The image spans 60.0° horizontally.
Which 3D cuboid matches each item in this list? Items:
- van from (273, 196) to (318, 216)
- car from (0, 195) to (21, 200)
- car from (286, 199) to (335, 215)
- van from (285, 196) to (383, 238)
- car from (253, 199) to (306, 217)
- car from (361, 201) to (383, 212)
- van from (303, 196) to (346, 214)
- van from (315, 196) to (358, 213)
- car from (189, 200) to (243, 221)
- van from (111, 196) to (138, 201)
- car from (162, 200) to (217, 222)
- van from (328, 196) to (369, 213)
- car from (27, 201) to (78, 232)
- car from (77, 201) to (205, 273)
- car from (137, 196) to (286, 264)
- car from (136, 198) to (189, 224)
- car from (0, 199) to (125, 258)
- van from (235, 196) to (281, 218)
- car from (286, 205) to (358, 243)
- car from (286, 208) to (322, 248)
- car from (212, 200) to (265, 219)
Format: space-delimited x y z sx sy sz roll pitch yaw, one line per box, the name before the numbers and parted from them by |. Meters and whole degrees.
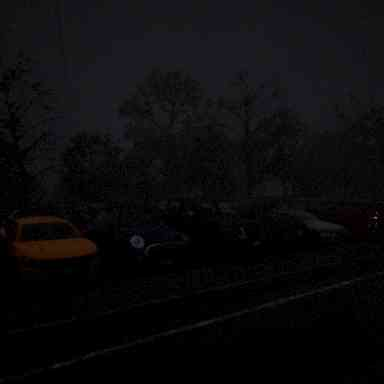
van | 11.130 1.406 36.026 1.878 1.987 4.442 0 0 -35
car | -11.546 1.213 20.120 2.435 2.045 5.566 0 0 -35
car | 13.318 1.649 37.727 2.097 1.535 5.008 0 0 -35
van | 7.107 1.317 17.423 1.878 1.987 4.442 0 0 -35
car | 8.910 1.611 34.368 1.946 1.575 5.366 0 0 -35
car | 26.861 2.034 47.323 2.002 1.452 4.674 2 -1 -35
van | 15.528 1.455 39.145 1.878 1.987 4.442 1 -1 -35
van | 17.760 1.520 41.014 1.878 1.987 4.442 2 -1 -35
car | 2.027 1.561 29.706 2.097 1.535 5.008 0 0 -35
van | -4.821 1.283 24.999 1.878 1.987 4.442 0 0 -35
car | -0.335 1.543 28.031 2.097 1.535 5.008 0 0 -35
van | 19.917 1.579 42.544 1.878 1.987 4.442 2 -1 -35
car | -9.165 1.473 21.548 1.946 1.575 5.366 0 0 -35
car | -1.898 1.349 10.932 2.185 1.767 4.553 0 0 -35
car | 0.398 1.239 12.487 2.435 2.045 5.566 0 0 -35
car | -2.477 1.401 26.480 2.185 1.767 4.553 0 0 -35
car | -5.403 1.342 13.851 4.553 1.767 2.097 0 0 -35
van | 6.476 1.371 33.012 1.878 1.987 4.442 0 0 -35
car | 4.908 1.565 15.723 2.002 1.452 4.674 0 0 -35
car | 2.628 1.537 14.140 2.163 1.488 4.792 0 0 -35
car | 4.287 1.580 31.308 2.231 1.521 4.892 0 0 -35
